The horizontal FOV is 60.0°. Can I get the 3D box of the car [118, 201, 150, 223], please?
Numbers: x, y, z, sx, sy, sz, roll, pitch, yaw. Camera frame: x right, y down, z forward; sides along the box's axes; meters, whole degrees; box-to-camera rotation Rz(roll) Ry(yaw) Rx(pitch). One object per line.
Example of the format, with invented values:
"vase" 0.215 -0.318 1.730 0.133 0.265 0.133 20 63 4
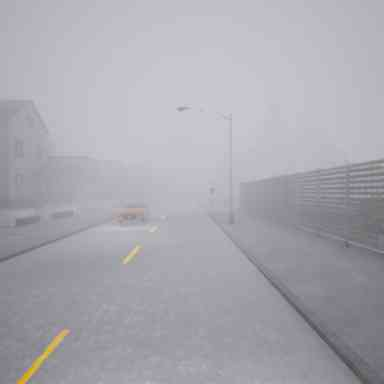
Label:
"car" -4.427 1.495 25.825 1.882 1.535 5.008 0 0 -1
